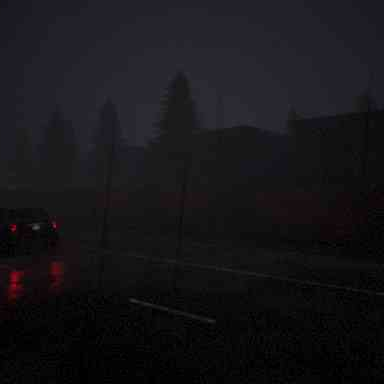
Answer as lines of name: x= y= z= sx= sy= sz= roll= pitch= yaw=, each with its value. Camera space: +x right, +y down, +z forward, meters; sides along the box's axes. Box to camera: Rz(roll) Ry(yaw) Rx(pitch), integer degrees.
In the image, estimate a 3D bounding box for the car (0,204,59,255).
car: x=-7.505 y=1.350 z=13.614 sx=4.553 sy=1.767 sz=2.097 roll=0 pitch=0 yaw=36
